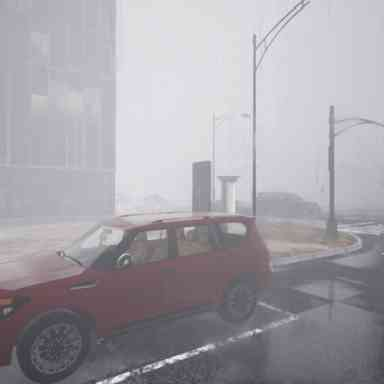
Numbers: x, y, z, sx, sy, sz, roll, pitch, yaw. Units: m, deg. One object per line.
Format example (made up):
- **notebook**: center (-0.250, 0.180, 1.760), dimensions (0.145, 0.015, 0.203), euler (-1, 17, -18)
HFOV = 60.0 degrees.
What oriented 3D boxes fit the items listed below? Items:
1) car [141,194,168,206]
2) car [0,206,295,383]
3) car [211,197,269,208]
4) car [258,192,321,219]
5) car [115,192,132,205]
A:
- **car**: center (-5.029, 1.029, 44.425), dimensions (1.837, 1.490, 4.892), euler (0, 1, -36)
- **car**: center (-0.818, 1.315, 5.592), dimensions (5.009, 1.841, 2.192), euler (0, 0, -35)
- **car**: center (3.417, 1.295, 27.511), dimensions (2.033, 1.411, 5.357), euler (0, 1, -36)
- **car**: center (7.661, 1.009, 27.239), dimensions (2.150, 2.045, 5.566), euler (0, 1, -36)
- **car**: center (-9.979, 0.820, 45.682), dimensions (2.097, 1.767, 4.553), euler (0, 1, -36)
